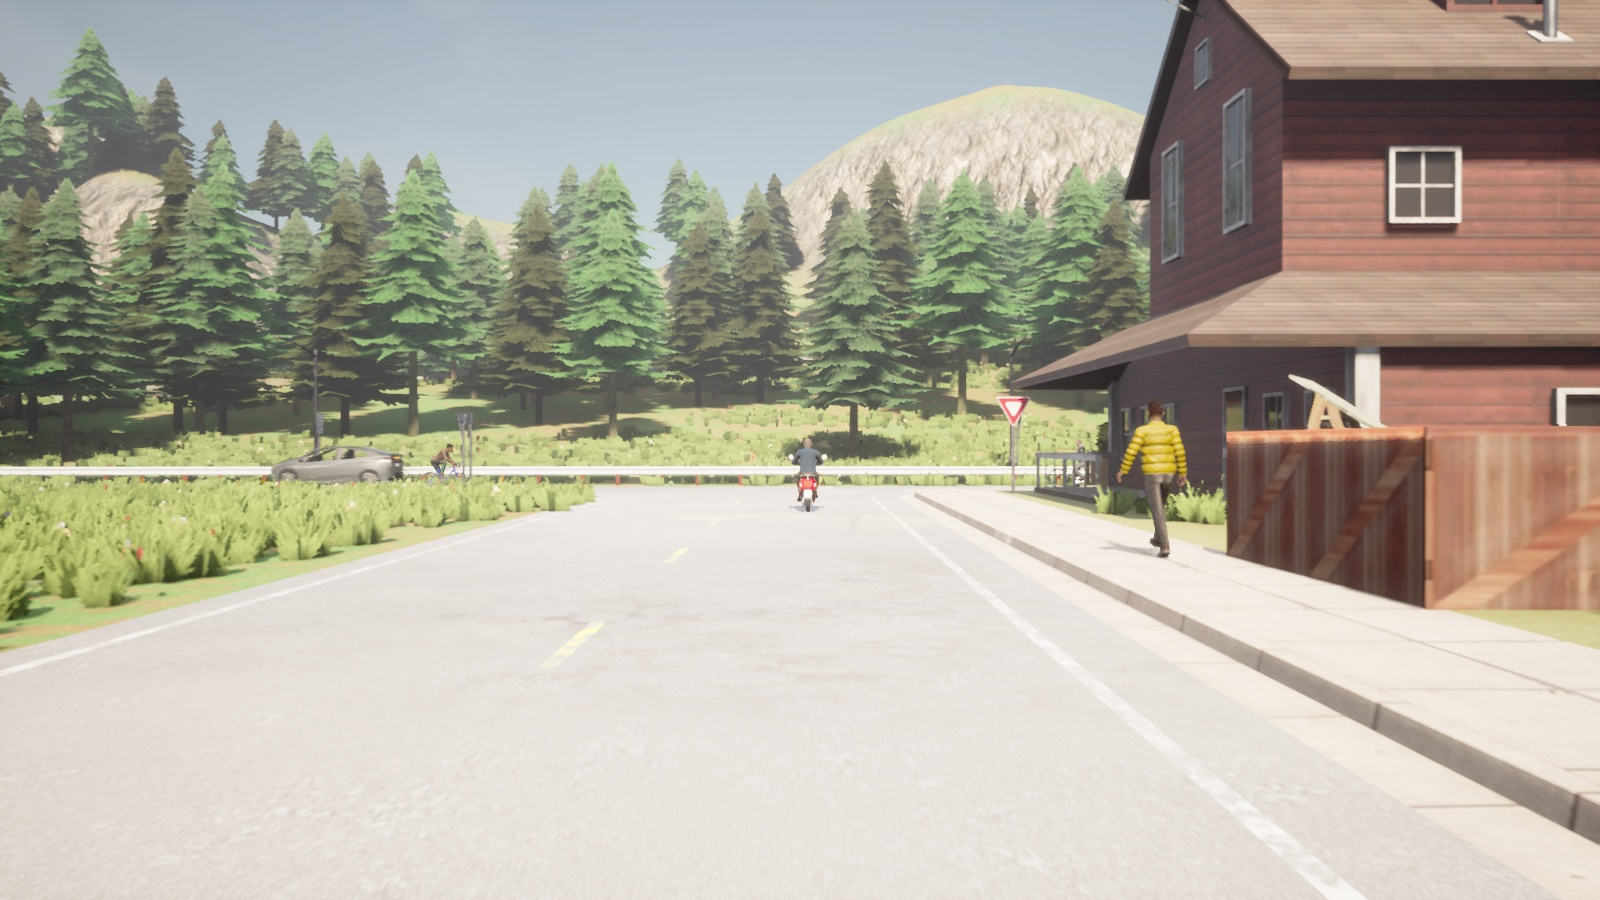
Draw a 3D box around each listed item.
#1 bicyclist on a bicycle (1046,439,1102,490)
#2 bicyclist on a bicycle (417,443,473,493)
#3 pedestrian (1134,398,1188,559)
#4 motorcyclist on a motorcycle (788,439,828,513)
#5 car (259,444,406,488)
[{"bbox_3d":[9.760,0.512,44.780,1.843,1.776,0.659,0,0,0],"label":"bicyclist on a bicycle"},{"bbox_3d":[-11.686,0.597,41.343,1.656,1.620,0.582,1,0,2],"label":"bicyclist on a bicycle"},{"bbox_3d":[4.208,0.323,14.659,0.431,1.840,0.709,0,0,0],"label":"pedestrian"},{"bbox_3d":[0.174,0.543,27.897,0.866,1.590,1.817,0,0,0],"label":"motorcyclist on a motorcycle"},{"bbox_3d":[-16.657,0.567,44.907,4.514,1.525,2.007,0,0,0],"label":"car"}]
